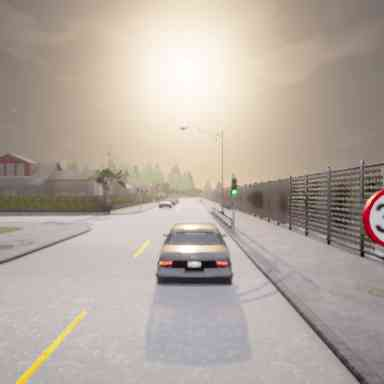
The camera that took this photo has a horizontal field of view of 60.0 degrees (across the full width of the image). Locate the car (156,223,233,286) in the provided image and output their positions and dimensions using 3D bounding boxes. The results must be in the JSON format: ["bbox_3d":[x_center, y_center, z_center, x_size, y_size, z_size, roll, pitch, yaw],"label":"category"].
[{"bbox_3d":[0.078,1.595,9.579,2.033,1.411,5.357,0,0,1],"label":"car"}]

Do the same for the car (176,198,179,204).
[{"bbox_3d":[-3.947,1.780,61.352,1.882,1.535,5.008,0,0,0],"label":"car"}]

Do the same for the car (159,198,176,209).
[{"bbox_3d":[-3.998,1.802,51.507,2.033,1.411,5.357,0,0,0],"label":"car"}]

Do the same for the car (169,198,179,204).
[{"bbox_3d":[-3.864,1.905,71.355,1.994,1.385,4.181,0,0,0],"label":"car"}]
